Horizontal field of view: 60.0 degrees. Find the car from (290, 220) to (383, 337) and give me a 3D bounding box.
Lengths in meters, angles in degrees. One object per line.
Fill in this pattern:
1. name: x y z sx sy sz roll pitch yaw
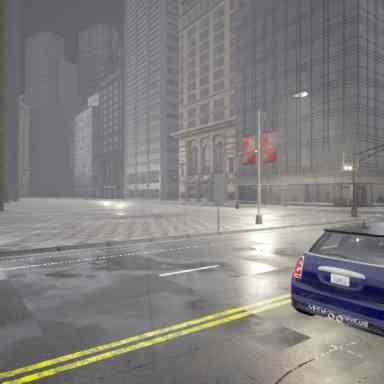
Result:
1. car: 3.974 1.352 6.293 4.553 1.767 2.097 0 0 -36
